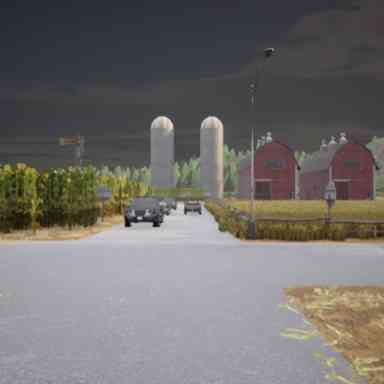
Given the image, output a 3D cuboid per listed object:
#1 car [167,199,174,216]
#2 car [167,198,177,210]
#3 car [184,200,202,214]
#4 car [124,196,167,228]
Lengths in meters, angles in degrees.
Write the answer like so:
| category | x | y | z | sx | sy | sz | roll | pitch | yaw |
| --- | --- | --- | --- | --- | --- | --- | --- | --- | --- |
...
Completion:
| category | x | y | z | sx | sy | sz | roll | pitch | yaw |
| --- | --- | --- | --- | --- | --- | --- | --- | --- | --- |
| car | -3.220 | 1.703 | 34.404 | 1.812 | 1.442 | 4.674 | 0 | 0 | 0 |
| car | -3.209 | 1.610 | 46.498 | 2.097 | 1.767 | 4.553 | 0 | 0 | 0 |
| car | 0.070 | 1.698 | 38.059 | 2.128 | 1.511 | 4.902 | 0 | 0 | 0 |
| car | -3.216 | 1.294 | 23.214 | 2.150 | 2.045 | 5.566 | 0 | -1 | 0 |
